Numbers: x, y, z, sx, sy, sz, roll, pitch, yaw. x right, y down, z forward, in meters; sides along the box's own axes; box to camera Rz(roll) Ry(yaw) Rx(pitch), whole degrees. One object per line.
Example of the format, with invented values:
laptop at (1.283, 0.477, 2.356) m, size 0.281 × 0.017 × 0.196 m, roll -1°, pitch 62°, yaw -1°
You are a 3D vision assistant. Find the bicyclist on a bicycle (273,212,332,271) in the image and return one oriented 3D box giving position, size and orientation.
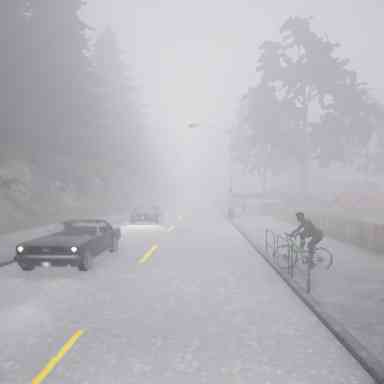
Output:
bicyclist on a bicycle at (3.108, 1.386, 9.233) m, size 1.656 × 1.620 × 0.582 m, roll 4°, pitch 1°, yaw 1°

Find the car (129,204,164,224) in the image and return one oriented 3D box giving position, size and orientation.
car at (-3.269, 1.564, 24.477) m, size 1.994 × 1.385 × 4.181 m, roll 0°, pitch 0°, yaw 3°

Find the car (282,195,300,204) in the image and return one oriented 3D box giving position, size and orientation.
car at (17.702, 1.300, 59.567) m, size 1.994 × 1.381 × 4.181 m, roll 0°, pitch 0°, yaw 2°

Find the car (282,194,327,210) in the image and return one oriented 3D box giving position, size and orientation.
car at (14.282, 1.221, 42.472) m, size 5.566 × 2.045 × 2.150 m, roll 0°, pitch 0°, yaw 2°

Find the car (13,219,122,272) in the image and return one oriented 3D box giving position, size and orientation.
car at (-3.779, 1.601, 10.984) m, size 1.895 × 1.301 × 4.718 m, roll 0°, pitch 0°, yaw 2°
